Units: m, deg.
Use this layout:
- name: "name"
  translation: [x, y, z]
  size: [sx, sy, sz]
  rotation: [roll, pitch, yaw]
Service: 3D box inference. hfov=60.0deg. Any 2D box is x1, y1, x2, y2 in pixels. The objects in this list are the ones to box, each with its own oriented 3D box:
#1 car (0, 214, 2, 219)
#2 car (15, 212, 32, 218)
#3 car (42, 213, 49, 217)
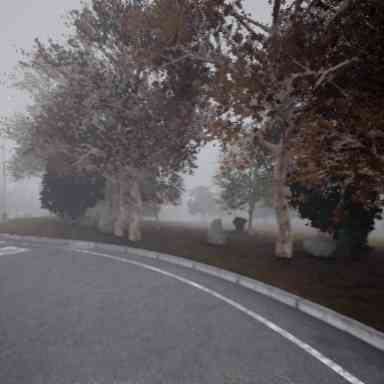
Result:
- name: "car"
  translation: [-10.917, 1.795, 14.783]
  size: [5.357, 1.411, 2.033]
  rotation: [-1, 0, 29]
- name: "car"
  translation: [-31.474, 4.463, 62.171]
  size: [1.882, 1.535, 5.008]
  rotation: [-1, -5, -11]
- name: "car"
  translation: [-28.924, 4.967, 67.568]
  size: [1.895, 1.301, 4.718]
  rotation: [-1, -5, -11]
